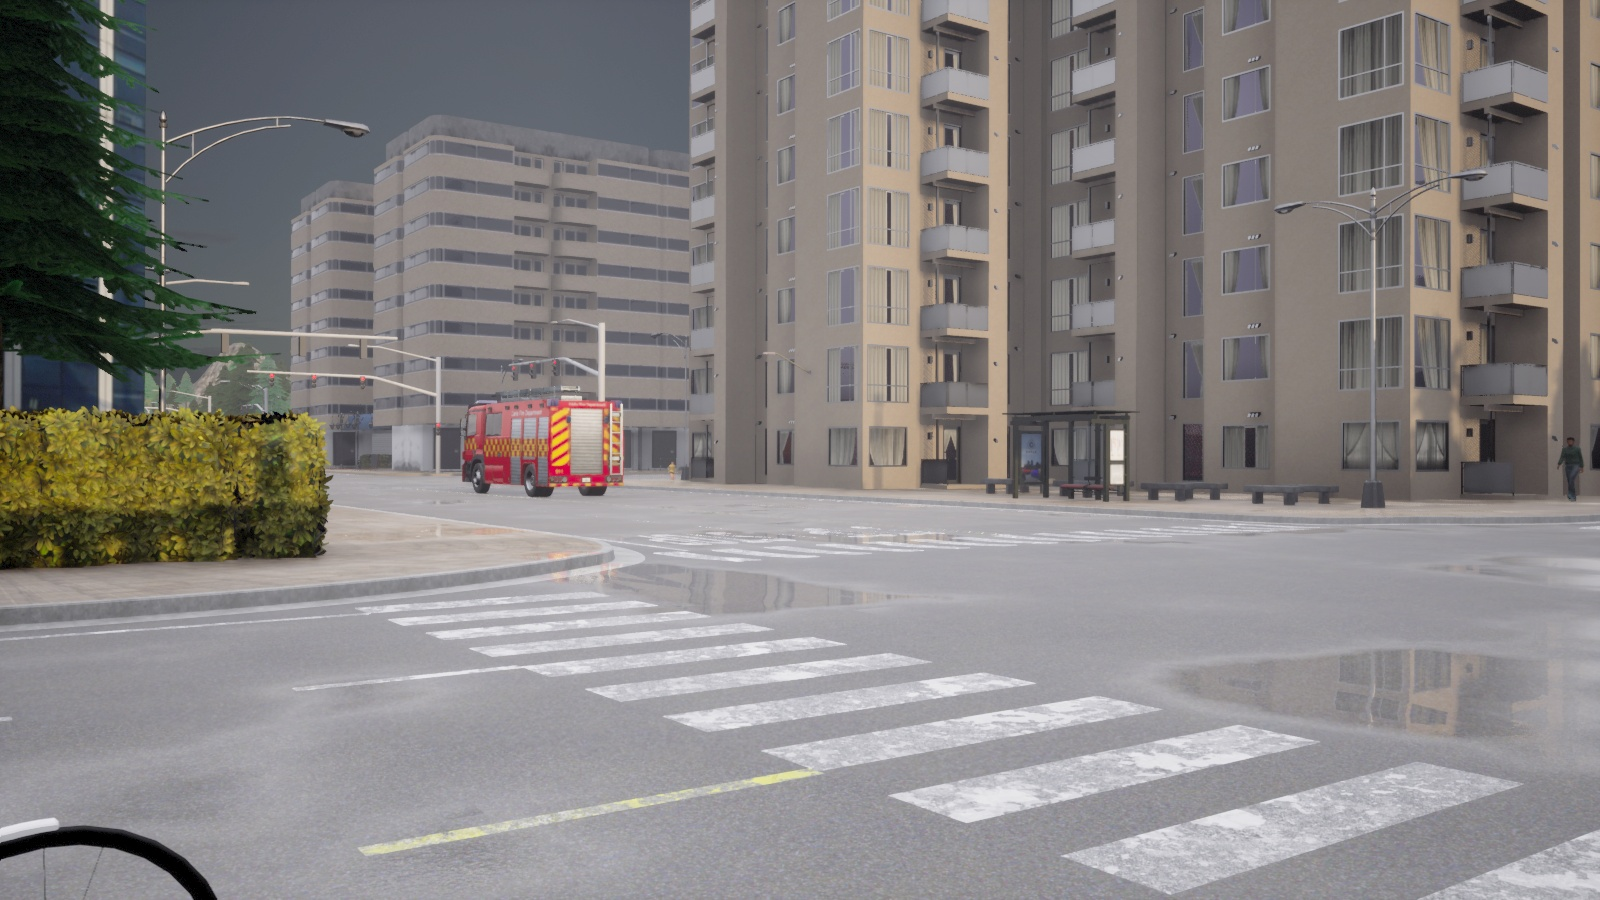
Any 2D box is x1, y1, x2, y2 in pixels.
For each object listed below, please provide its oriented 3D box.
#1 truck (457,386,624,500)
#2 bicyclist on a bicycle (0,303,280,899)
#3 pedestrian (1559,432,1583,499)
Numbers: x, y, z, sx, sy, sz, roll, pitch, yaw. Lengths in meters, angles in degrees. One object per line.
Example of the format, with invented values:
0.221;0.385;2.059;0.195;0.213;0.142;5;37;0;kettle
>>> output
-9.774;-0.230;46.430;2.891;3.827;8.468;0;0;-35;truck
-1.997;0.625;2.282;1.843;1.776;0.659;0;0;-35;bicyclist on a bicycle
21.562;0.439;35.097;0.614;1.847;0.353;0;0;-36;pedestrian
